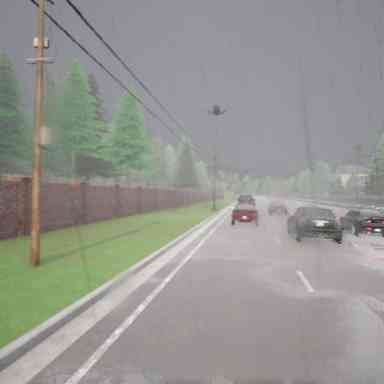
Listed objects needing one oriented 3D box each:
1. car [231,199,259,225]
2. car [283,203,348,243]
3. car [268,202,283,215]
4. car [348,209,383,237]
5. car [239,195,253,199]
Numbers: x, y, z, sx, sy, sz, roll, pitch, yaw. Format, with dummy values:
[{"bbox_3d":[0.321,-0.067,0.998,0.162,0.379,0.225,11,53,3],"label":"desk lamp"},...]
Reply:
[{"bbox_3d":[4.036,1.600,25.276,1.882,1.535,5.008,2,0,9],"label":"car"},{"bbox_3d":[6.318,1.533,17.582,2.097,1.767,4.553,2,0,9],"label":"car"},{"bbox_3d":[9.551,1.805,37.242,1.812,1.442,4.674,2,0,9],"label":"car"},{"bbox_3d":[10.272,1.796,20.075,1.837,1.490,4.892,2,0,9],"label":"car"},{"bbox_3d":[6.714,1.424,41.410,2.150,2.045,5.566,2,0,9],"label":"car"}]
